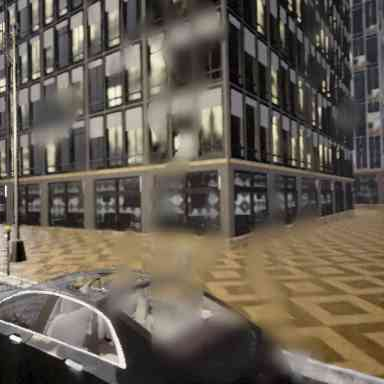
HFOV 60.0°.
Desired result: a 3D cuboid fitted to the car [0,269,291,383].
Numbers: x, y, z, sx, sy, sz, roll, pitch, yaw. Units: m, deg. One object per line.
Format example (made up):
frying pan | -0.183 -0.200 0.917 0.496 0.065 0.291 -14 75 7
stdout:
car | -1.165 1.569 3.729 4.403 1.369 2.008 0 -1 36
